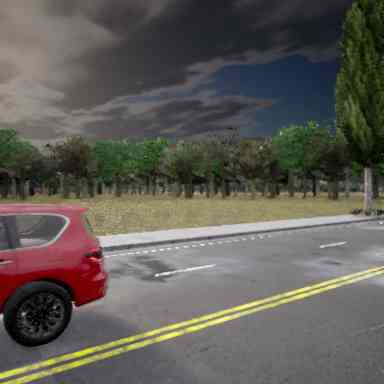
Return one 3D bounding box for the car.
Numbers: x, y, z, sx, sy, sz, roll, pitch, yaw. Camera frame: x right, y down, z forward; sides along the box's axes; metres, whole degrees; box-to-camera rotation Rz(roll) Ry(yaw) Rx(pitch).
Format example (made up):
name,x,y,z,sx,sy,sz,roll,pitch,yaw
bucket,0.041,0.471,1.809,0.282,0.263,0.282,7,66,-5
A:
name,x,y,z,sx,sy,sz,roll,pitch,yaw
car,-4.046,1.225,4.790,5.566,2.045,2.150,0,0,-35
